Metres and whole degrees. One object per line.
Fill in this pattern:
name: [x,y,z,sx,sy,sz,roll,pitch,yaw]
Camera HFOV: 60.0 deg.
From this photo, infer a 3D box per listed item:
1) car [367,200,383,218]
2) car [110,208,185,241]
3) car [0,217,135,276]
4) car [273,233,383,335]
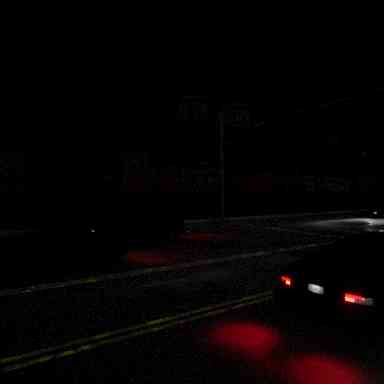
car: [17.300,1.488,29.225,4.902,1.511,2.128,0,0,-35]
car: [-2.613,1.505,15.025,4.892,1.490,1.837,0,0,-35]
car: [-4.286,1.601,9.533,4.718,1.301,1.895,0,0,-35]
car: [3.967,1.547,6.600,5.357,1.411,2.033,0,0,-35]
